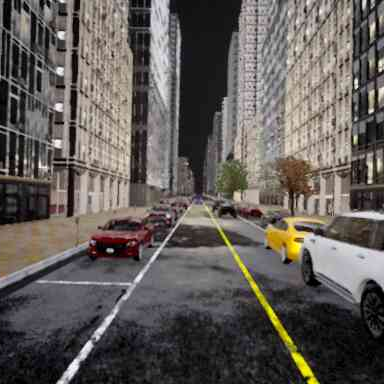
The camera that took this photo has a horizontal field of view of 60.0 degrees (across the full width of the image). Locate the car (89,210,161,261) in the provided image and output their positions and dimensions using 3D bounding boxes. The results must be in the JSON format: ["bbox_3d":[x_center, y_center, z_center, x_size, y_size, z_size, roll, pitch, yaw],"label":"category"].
[{"bbox_3d":[-2.513,1.614,12.685,1.887,1.381,4.507,2,-1,1],"label":"car"}]

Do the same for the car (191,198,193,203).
[{"bbox_3d":[-1.446,1.995,63.754,1.967,1.590,4.097,2,0,1],"label":"car"}]

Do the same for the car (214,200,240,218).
[{"bbox_3d":[3.684,1.941,35.552,1.837,1.490,4.892,1,0,2],"label":"car"}]

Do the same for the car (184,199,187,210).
[{"bbox_3d":[-1.924,1.933,41.055,1.802,1.307,4.206,2,-1,1],"label":"car"}]

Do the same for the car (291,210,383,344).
[{"bbox_3d":[3.956,1.390,6.783,2.150,2.045,5.566,1,-1,1],"label":"car"}]

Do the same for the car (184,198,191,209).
[{"bbox_3d":[-1.678,1.770,52.407,2.192,1.841,5.009,2,0,1],"label":"car"}]

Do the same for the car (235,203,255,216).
[{"bbox_3d":[6.453,2.131,40.864,1.802,1.307,4.206,2,0,1],"label":"car"}]

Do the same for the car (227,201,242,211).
[{"bbox_3d":[6.695,2.181,52.382,1.752,1.417,4.829,2,0,1],"label":"car"}]

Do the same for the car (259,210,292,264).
[{"bbox_3d":[4.074,1.705,12.749,1.882,1.535,5.008,1,-1,1],"label":"car"}]

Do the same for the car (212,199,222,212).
[{"bbox_3d":[3.899,1.897,47.404,2.097,1.767,4.553,1,-1,1],"label":"car"}]

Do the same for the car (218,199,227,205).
[{"bbox_3d":[7.281,2.478,80.577,1.802,1.307,4.206,2,0,1],"label":"car"}]

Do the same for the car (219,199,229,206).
[{"bbox_3d":[7.163,2.394,74.906,1.887,1.381,4.507,2,0,1],"label":"car"}]

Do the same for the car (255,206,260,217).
[{"bbox_3d":[6.099,1.949,23.846,1.947,1.339,4.313,2,-1,1],"label":"car"}]

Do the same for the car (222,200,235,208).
[{"bbox_3d":[6.926,2.319,63.558,1.947,1.339,4.313,2,0,1],"label":"car"}]

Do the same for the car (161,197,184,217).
[{"bbox_3d":[-2.151,1.556,29.711,2.192,1.841,5.009,2,-1,1],"label":"car"}]

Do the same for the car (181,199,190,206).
[{"bbox_3d":[-1.334,2.127,69.258,1.752,1.417,4.829,2,0,1],"label":"car"}]

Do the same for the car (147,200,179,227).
[{"bbox_3d":[-2.273,1.625,24.036,1.967,1.590,4.097,2,-1,1],"label":"car"}]

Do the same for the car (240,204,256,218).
[{"bbox_3d":[6.335,2.077,35.192,1.802,1.307,4.206,2,-1,1],"label":"car"}]

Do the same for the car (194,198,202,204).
[{"bbox_3d":[1.671,2.271,84.658,1.882,1.535,5.008,1,-1,1],"label":"car"}]

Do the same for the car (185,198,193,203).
[{"bbox_3d":[-0.857,2.333,92.123,1.887,1.381,4.507,2,0,1],"label":"car"}]

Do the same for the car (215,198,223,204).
[{"bbox_3d":[7.519,2.532,91.923,1.887,1.381,4.507,2,0,1],"label":"car"}]

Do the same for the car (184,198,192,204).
[{"bbox_3d":[-0.976,2.310,86.449,1.947,1.339,4.313,2,0,1],"label":"car"}]
